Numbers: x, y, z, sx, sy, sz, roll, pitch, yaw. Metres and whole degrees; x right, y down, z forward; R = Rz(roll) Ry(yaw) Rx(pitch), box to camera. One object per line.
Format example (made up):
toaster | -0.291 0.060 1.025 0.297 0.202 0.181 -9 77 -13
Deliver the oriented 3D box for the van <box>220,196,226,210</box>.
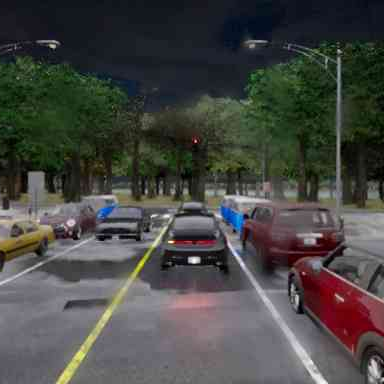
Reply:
van | 2.747 1.122 21.030 1.690 1.788 3.998 0 1 0

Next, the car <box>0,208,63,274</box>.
car | -5.771 1.420 9.982 1.752 1.417 4.829 0 1 0

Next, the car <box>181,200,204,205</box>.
car | -0.003 1.289 20.732 1.837 1.490 4.892 0 1 -1

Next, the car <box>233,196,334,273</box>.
car | 2.754 1.208 10.156 2.192 1.841 5.009 0 1 0

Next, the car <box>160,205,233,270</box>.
car | 0.066 1.394 10.610 1.837 1.490 4.892 0 1 0

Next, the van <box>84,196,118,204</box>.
van | -5.779 1.122 21.025 1.690 1.788 3.998 0 1 0

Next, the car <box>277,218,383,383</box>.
car | 2.758 1.389 4.719 1.967 1.590 4.097 0 1 0

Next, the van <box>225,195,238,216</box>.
van | 2.750 1.178 15.593 1.690 1.788 3.998 0 1 0

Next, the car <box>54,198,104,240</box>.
car | -5.775 1.277 15.588 1.967 1.590 4.097 0 1 0

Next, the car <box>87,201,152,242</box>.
car | -3.010 1.383 15.750 2.033 1.411 5.357 0 1 0
